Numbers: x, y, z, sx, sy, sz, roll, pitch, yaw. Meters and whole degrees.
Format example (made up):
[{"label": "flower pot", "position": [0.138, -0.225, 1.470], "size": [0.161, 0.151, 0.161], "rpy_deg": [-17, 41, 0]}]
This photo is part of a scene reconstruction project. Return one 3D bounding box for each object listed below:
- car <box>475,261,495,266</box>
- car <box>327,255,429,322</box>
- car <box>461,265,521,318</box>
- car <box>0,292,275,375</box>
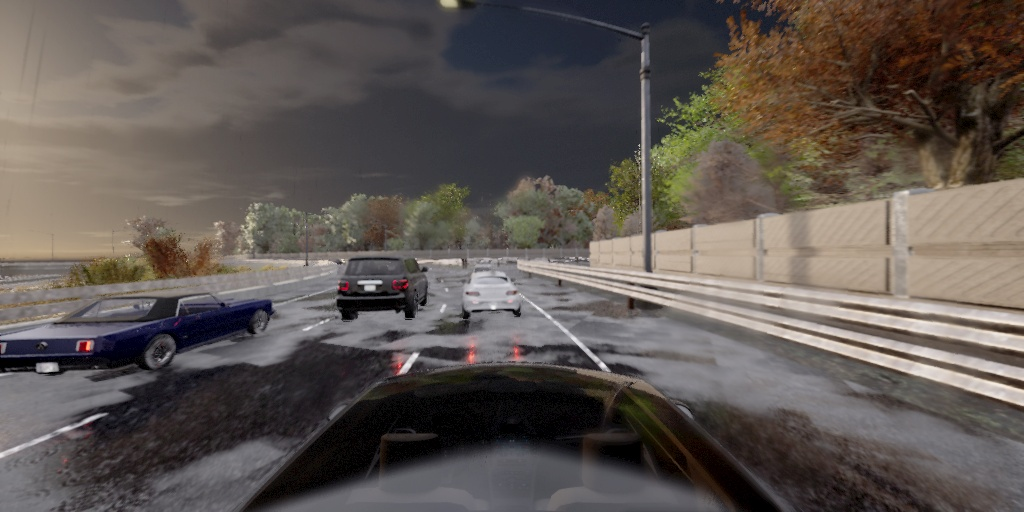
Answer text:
[{"label": "car", "position": [-3.161, 1.232, 43.169], "size": [1.895, 1.301, 4.718], "rpy_deg": [-1, 0, 4]}, {"label": "car", "position": [-4.294, 0.980, 12.694], "size": [2.150, 2.045, 5.566], "rpy_deg": [-1, 0, -7]}, {"label": "car", "position": [-0.814, 1.244, 12.777], "size": [1.812, 1.442, 4.674], "rpy_deg": [-1, 0, -7]}, {"label": "car", "position": [-7.299, 1.414, 7.706], "size": [1.895, 1.301, 4.718], "rpy_deg": [-1, 0, -5]}]
